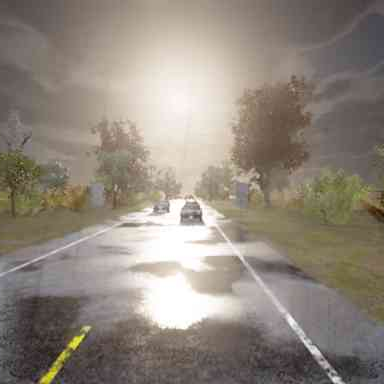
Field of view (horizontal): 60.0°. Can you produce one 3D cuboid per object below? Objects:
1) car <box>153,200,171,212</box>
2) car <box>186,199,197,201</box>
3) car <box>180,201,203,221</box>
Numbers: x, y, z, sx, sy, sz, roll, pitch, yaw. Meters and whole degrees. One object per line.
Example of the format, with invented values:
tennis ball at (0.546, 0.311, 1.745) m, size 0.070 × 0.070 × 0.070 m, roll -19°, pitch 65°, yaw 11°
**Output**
car at (-3.621, 1.678, 40.748) m, size 2.128 × 1.511 × 4.902 m, roll 0°, pitch 0°, yaw 0°
car at (-0.053, 1.702, 45.848) m, size 2.128 × 1.511 × 4.902 m, roll 0°, pitch 0°, yaw 0°
car at (-0.048, 1.714, 28.482) m, size 1.895 × 1.301 × 4.718 m, roll 0°, pitch 0°, yaw 0°
